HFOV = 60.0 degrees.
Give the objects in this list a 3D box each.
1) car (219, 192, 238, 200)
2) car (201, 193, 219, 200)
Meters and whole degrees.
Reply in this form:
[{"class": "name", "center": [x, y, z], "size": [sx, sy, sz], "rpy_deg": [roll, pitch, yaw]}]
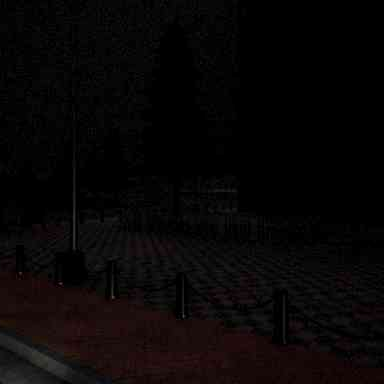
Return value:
[{"class": "car", "center": [9.553, 1.374, 84.733], "size": [3.633, 1.501, 1.845], "rpy_deg": [0, 0, 35]}, {"class": "car", "center": [5.195, 1.384, 91.438], "size": [3.806, 1.475, 1.970], "rpy_deg": [0, 0, 35]}]
